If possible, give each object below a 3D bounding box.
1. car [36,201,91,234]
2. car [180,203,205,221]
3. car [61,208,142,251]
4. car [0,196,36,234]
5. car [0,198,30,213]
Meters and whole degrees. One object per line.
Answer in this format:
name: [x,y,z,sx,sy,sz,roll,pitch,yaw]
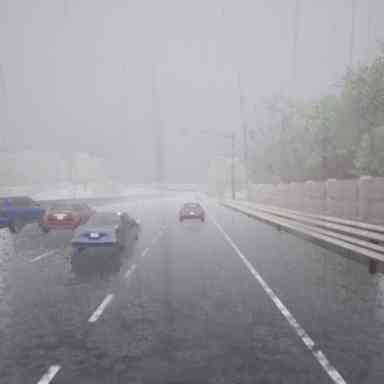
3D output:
car: [-6.899,1.364,19.540,2.097,1.767,4.553,0,0,0]
car: [0.004,1.589,27.334,1.994,1.385,4.181,0,0,0]
car: [-3.400,1.554,14.109,2.033,1.411,5.357,0,0,0]
car: [-10.400,1.234,19.422,2.150,2.045,5.566,0,0,0]
car: [-21.072,1.541,38.650,2.128,1.511,4.902,0,0,0]
